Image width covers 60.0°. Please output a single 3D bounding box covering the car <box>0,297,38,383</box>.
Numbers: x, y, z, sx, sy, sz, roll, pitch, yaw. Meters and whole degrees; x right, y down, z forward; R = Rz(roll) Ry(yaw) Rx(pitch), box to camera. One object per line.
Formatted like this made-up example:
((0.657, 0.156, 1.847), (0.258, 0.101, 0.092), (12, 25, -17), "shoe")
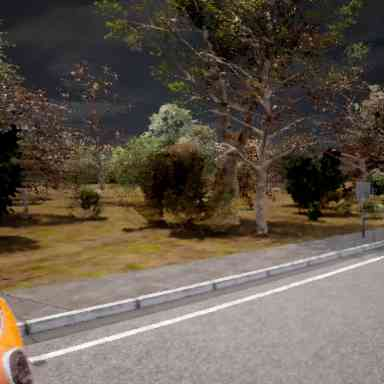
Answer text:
((-3.345, 1.361, 1.845), (4.553, 1.767, 2.097), (0, 0, -34), "car")
